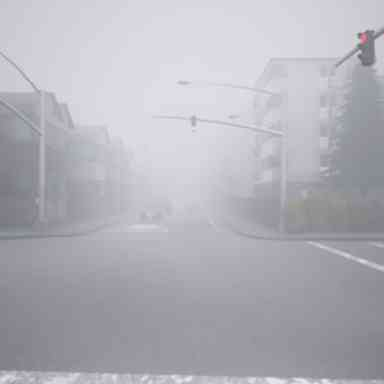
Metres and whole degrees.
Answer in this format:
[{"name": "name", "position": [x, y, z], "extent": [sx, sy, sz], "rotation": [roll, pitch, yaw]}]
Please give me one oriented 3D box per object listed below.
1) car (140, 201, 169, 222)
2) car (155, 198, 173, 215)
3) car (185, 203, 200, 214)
[{"name": "car", "position": [-3.601, 1.869, 30.565], "extent": [2.128, 1.511, 4.902], "rotation": [0, -1, 0]}, {"name": "car", "position": [-3.582, 1.730, 41.143], "extent": [2.150, 2.045, 5.566], "rotation": [0, -1, 0]}, {"name": "car", "position": [0.081, 2.142, 43.834], "extent": [1.895, 1.301, 4.718], "rotation": [0, -1, -1]}]
